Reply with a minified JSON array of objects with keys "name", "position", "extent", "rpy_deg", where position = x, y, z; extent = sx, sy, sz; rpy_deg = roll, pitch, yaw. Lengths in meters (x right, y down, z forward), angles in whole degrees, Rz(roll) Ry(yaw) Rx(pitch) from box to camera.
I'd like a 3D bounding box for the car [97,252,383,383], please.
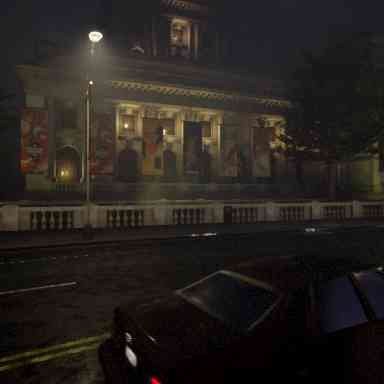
[{"name":"car","position":[1.621,1.548,4.291],"extent":[5.357,1.411,2.033],"rpy_deg":[0,0,-29]}]
